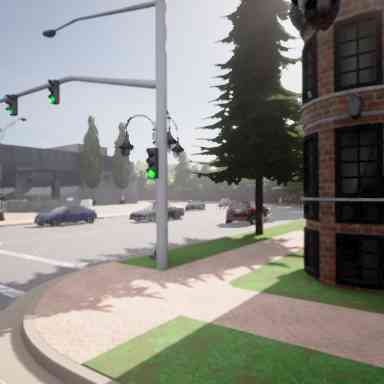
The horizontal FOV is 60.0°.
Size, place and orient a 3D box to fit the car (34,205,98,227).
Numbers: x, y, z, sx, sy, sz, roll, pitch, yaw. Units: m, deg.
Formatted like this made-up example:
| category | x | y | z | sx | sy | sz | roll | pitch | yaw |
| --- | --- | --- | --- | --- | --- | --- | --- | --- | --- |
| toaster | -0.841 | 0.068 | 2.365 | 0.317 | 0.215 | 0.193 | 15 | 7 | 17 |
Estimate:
| category | x | y | z | sx | sy | sz | roll | pitch | yaw |
| --- | --- | --- | --- | --- | --- | --- | --- | --- | --- |
| car | -9.059 | 1.681 | 24.275 | 1.812 | 1.442 | 4.674 | 0 | 0 | 34 |

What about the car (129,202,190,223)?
| category | x | y | z | sx | sy | sz | roll | pitch | yaw |
| --- | --- | --- | --- | --- | --- | --- | --- | --- | --- |
| car | -2.732 | 1.678 | 27.279 | 2.033 | 1.411 | 5.357 | 0 | 0 | 34 |

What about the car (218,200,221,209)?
| category | x | y | z | sx | sy | sz | roll | pitch | yaw |
| --- | --- | --- | --- | --- | --- | --- | --- | --- | --- |
| car | 4.923 | 1.703 | 49.303 | 1.812 | 1.442 | 4.674 | 0 | 0 | 4 |

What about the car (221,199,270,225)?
| category | x | y | z | sx | sy | sz | roll | pitch | yaw |
| --- | --- | --- | --- | --- | --- | --- | --- | --- | --- |
| car | 4.319 | 1.431 | 25.189 | 2.097 | 1.767 | 4.553 | -1 | 0 | 31 |

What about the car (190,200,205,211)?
| category | x | y | z | sx | sy | sz | roll | pitch | yaw |
| --- | --- | --- | --- | --- | --- | --- | --- | --- | --- |
| car | 0.531 | 1.744 | 43.604 | 1.994 | 1.385 | 4.181 | 0 | 0 | 12 |
